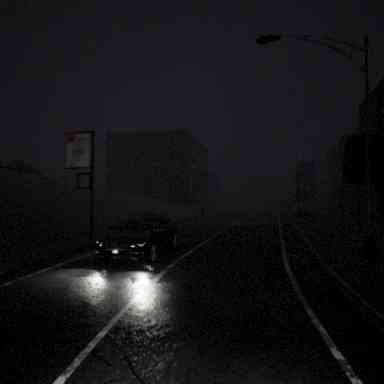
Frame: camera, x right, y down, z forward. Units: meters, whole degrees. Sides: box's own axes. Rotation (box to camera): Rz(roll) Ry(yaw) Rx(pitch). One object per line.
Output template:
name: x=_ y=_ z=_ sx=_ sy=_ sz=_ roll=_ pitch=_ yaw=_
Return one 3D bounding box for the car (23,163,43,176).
car: x=-21.986 y=-2.669 z=44.102 sx=2.435 sy=2.045 sz=5.566 roll=0 pitch=-3 yaw=3

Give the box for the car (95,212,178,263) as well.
car: x=-1.830 y=1.567 z=12.368 sx=1.837 sy=1.490 sz=4.892 roll=-1 pitch=-1 yaw=11

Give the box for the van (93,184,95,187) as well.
van: x=-22.191 y=-0.992 z=71.843 sx=1.878 sy=1.987 sz=4.442 roll=0 pitch=-4 yaw=-3

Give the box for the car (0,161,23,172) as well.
car: x=-22.299 y=-2.810 z=38.501 sx=2.185 sy=1.767 sz=4.553 roll=0 pitch=-3 yaw=4

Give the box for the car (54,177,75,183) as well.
car: x=-21.757 y=-1.788 z=55.115 sx=2.002 sy=1.452 sz=4.674 roll=0 pitch=-3 yaw=1
